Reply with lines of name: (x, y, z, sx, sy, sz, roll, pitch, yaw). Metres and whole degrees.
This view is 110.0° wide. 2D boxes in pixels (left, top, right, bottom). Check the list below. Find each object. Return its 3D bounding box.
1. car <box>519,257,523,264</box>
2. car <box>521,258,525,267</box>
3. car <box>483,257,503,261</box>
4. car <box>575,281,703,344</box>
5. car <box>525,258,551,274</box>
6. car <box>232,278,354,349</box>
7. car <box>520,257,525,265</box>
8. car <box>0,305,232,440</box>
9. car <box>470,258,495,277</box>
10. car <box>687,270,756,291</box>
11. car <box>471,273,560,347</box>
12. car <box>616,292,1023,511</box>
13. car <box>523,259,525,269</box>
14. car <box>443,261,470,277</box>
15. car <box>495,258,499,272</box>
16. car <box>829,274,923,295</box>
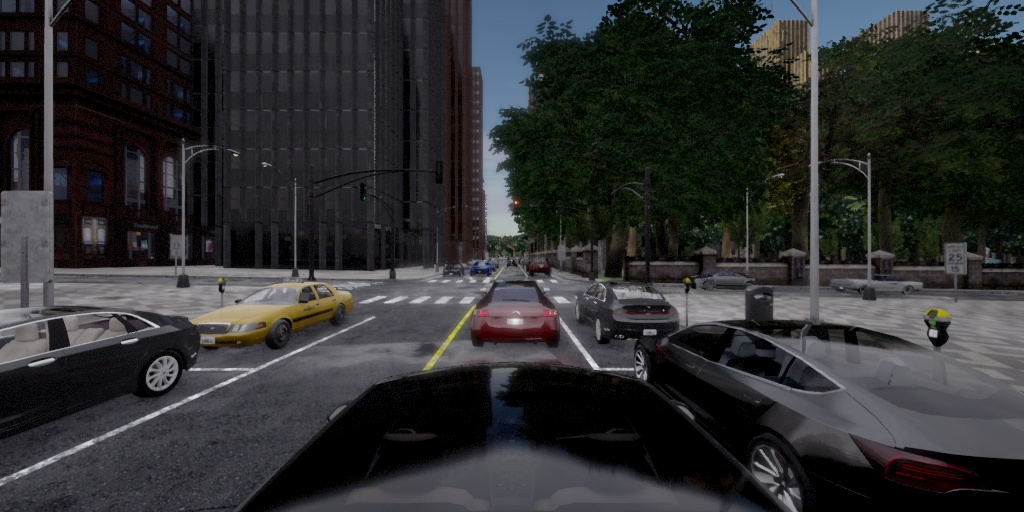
car: (2.767, 1.233, 63.307, 1.967, 1.591, 4.097, 0, 0, 0)
car: (2.766, 1.331, 52.394, 2.007, 1.370, 4.403, 0, 0, 0)
car: (-3.076, 1.278, 57.591, 2.128, 1.511, 4.902, 0, 0, 0)
car: (2.763, 1.301, 9.361, 2.007, 1.370, 4.403, 0, 0, 0)
car: (2.765, 1.077, 36.025, 2.192, 1.841, 5.009, 0, 0, 0)
car: (-5.762, 1.276, 9.182, 1.751, 1.417, 4.829, 0, 0, 0)
car: (2.767, 1.337, 57.851, 2.007, 1.370, 4.403, 0, 0, 0)
car: (-5.762, 1.300, 3.840, 2.007, 1.370, 4.403, 0, 0, 0)
car: (-3.089, 1.240, 36.632, 1.882, 1.535, 5.008, 0, 0, 0)
car: (13.959, 1.625, 24.158, 4.181, 1.385, 1.994, 1, 0, 0)
car: (0.081, 1.314, 9.356, 1.994, 1.385, 4.181, 0, 0, 0)
car: (2.763, 1.316, 3.848, 1.948, 1.339, 4.313, 0, 0, 0)
car: (2.766, 1.340, 46.938, 1.948, 1.339, 4.313, 0, 0, 0)
car: (-5.760, 1.328, 36.017, 1.948, 1.339, 4.313, 0, 0, 0)
car: (-3.088, 1.338, 46.597, 1.994, 1.385, 4.181, 0, 0, 0)
car: (24.438, 1.876, 24.216, 4.718, 1.301, 1.895, 1, 0, 0)
